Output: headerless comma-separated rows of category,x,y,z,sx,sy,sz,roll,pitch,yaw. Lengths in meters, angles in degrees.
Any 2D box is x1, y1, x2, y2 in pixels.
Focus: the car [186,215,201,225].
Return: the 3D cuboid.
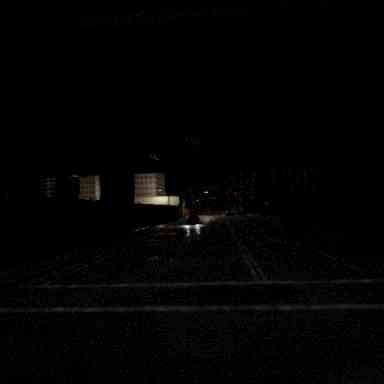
car,0.335,4.269,51.156,1.812,1.442,4.674,-2,-3,5
